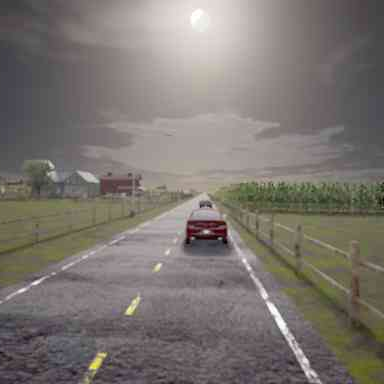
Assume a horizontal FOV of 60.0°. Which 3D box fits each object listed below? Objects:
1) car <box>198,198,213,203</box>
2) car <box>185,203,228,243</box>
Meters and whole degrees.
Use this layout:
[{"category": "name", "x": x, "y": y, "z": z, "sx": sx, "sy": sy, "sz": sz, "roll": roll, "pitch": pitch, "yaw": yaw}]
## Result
[{"category": "car", "x": 1.920, "y": 1.700, "z": 47.236, "sx": 1.837, "sy": 1.490, "sz": 4.892, "roll": 1, "pitch": -1, "yaw": 2}, {"category": "car", "x": 0.712, "y": 1.555, "z": 16.590, "sx": 1.882, "sy": 1.535, "sz": 5.008, "roll": 1, "pitch": 0, "yaw": 2}]
